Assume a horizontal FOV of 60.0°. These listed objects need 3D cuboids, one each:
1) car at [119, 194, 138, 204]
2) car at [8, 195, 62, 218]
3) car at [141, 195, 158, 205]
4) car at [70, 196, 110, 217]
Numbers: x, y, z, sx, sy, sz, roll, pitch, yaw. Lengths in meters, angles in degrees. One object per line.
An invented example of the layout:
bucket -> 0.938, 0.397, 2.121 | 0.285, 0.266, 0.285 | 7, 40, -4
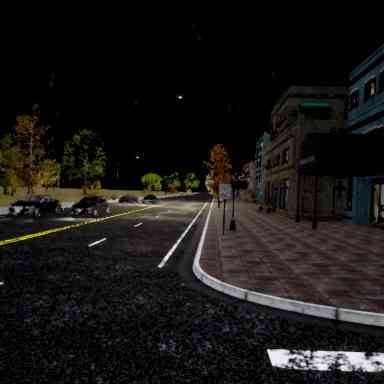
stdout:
car -> -9.490, 1.030, 50.319 | 2.033, 1.411, 5.357 | 2, 0, 4
car -> -11.389, 0.986, 24.487 | 2.128, 1.511, 4.902 | 2, 0, 4
car -> -6.252, 1.144, 50.058 | 1.812, 1.442, 4.674 | 2, 0, 4
car -> -7.992, 1.134, 26.536 | 1.837, 1.490, 4.892 | 2, 0, 4
